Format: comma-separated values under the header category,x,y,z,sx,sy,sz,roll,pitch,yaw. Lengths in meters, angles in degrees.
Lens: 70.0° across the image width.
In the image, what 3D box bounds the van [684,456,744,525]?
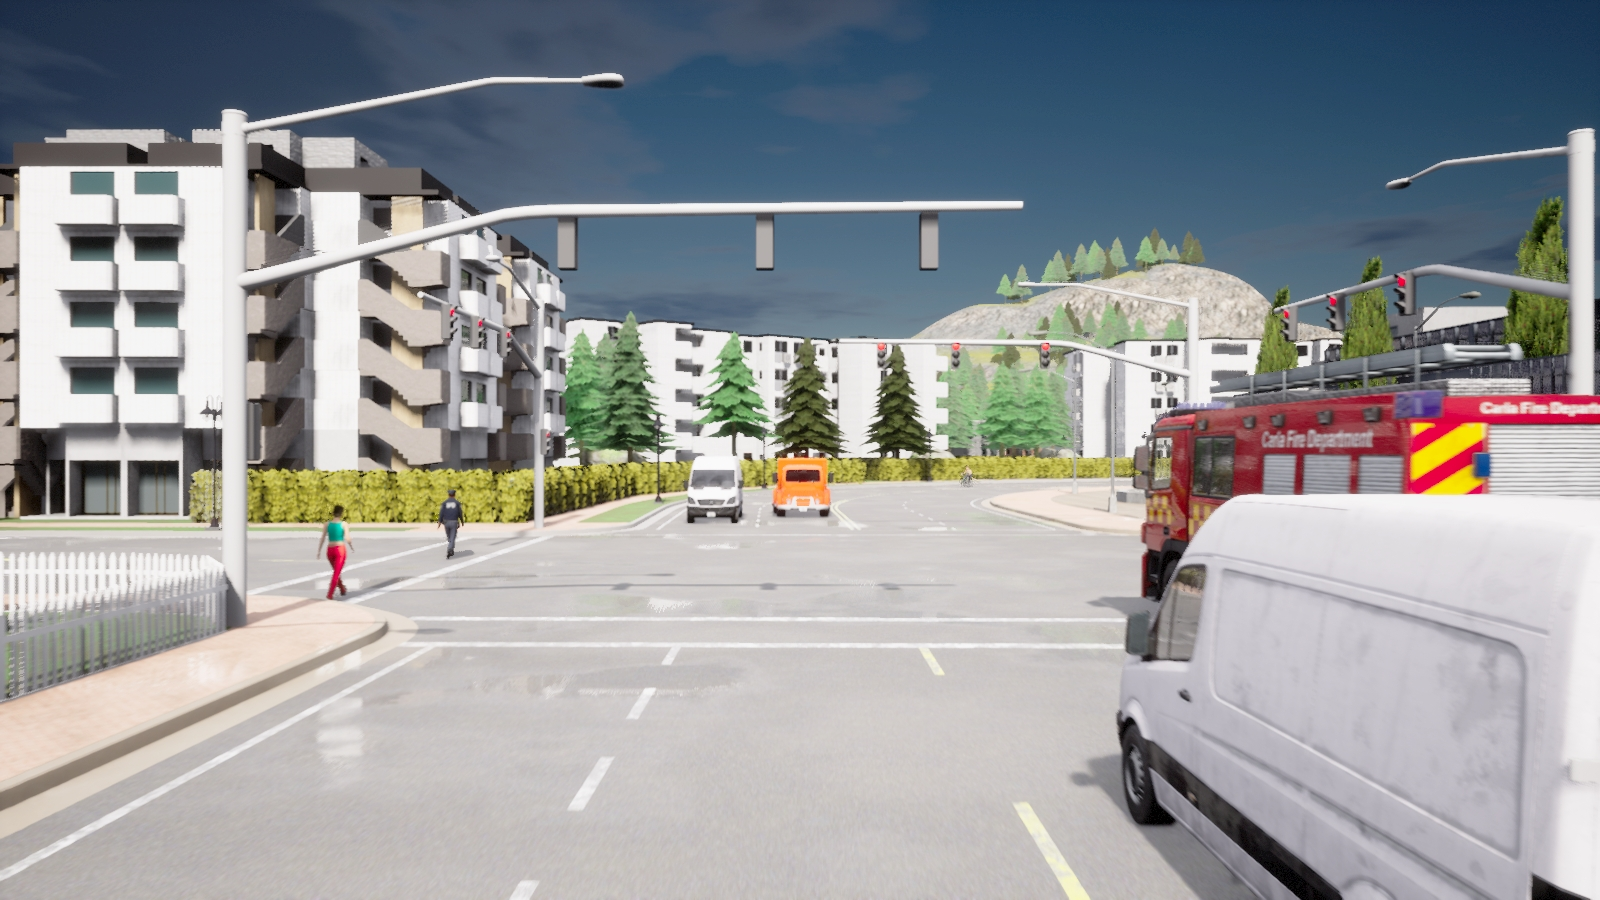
category,x,y,z,sx,sy,sz,roll,pitch,yaw
van,-3.358,1.534,45.694,1.988,2.561,5.915,0,0,-1

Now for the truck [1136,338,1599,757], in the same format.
category,x,y,z,sx,sy,sz,roll,pitch,yaw
truck,7.008,0.890,14.685,2.891,3.827,8.468,0,0,0

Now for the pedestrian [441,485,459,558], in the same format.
category,x,y,z,sx,sy,sz,roll,pitch,yaw
pedestrian,-9.050,1.848,29.561,0.375,1.860,0.375,0,0,-4

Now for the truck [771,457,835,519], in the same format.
category,x,y,z,sx,sy,sz,roll,pitch,yaw
truck,0.089,1.567,49.191,2.627,2.467,5.204,0,0,-1

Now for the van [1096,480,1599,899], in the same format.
category,x,y,z,sx,sy,sz,roll,pitch,yaw
van,3.501,1.534,6.688,1.988,2.561,5.915,0,0,0

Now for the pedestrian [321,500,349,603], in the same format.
category,x,y,z,sx,sy,sz,roll,pitch,yaw
pedestrian,-8.504,1.848,20.906,0.375,1.860,0.375,0,0,-4
